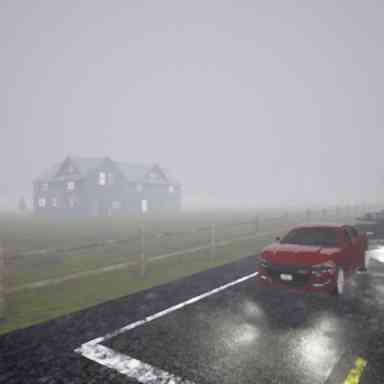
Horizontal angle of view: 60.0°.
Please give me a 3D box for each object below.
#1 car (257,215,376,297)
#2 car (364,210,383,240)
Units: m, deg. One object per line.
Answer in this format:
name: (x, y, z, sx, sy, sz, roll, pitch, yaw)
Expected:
car: (3.558, 1.600, 9.253, 1.882, 1.535, 5.008, -1, -1, 37)
car: (9.530, 1.749, 17.097, 1.994, 1.385, 4.181, -2, -1, 38)
